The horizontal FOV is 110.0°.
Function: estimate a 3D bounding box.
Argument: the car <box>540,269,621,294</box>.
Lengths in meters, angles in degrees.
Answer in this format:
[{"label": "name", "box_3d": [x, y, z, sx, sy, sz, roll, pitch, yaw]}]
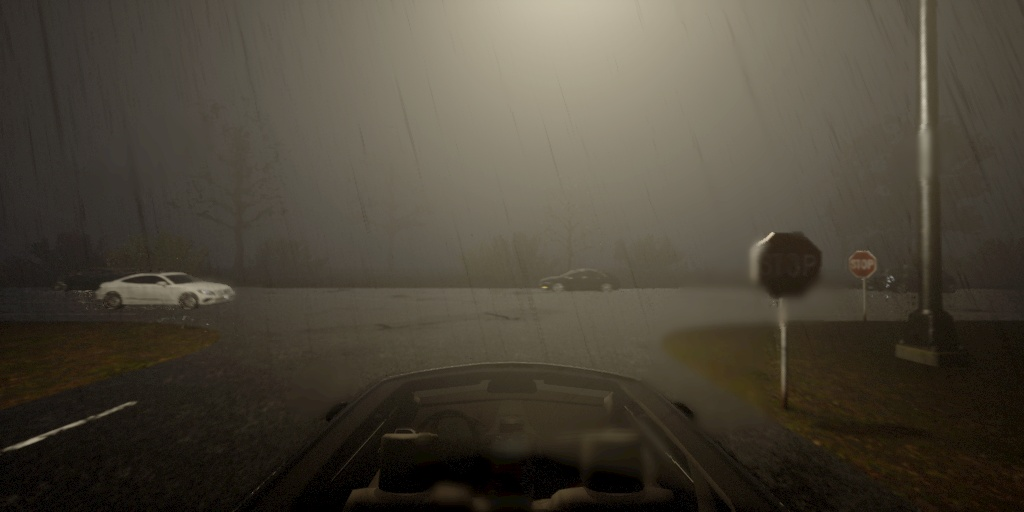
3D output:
[{"label": "car", "box_3d": [4.160, 1.566, 22.091, 4.892, 1.490, 1.837, 0, -1, -1]}]

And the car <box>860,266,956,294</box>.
[{"label": "car", "box_3d": [24.892, 1.427, 22.674, 4.553, 1.767, 2.097, 0, -1, -2]}]

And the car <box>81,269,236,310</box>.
[{"label": "car", "box_3d": [-14.018, 1.384, 14.639, 4.674, 1.442, 1.812, 0, -1, -2]}]

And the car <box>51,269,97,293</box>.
[{"label": "car", "box_3d": [-24.371, 1.440, 21.341, 4.181, 1.385, 1.994, 0, -1, -2]}]
